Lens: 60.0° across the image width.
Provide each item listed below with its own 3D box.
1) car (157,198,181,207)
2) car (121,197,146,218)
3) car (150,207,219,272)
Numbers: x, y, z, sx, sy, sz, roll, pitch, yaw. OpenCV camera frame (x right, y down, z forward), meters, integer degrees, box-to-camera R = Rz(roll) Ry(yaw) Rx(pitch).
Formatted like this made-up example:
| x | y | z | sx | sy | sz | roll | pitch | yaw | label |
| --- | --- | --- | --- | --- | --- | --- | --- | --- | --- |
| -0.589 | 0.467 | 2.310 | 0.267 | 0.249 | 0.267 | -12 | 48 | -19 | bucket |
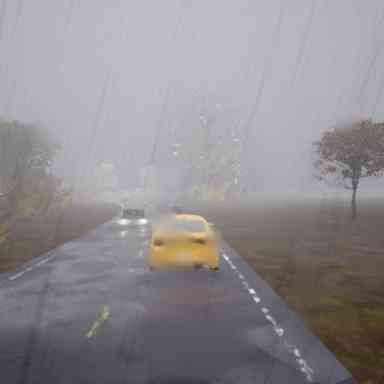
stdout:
| x | y | z | sx | sy | sz | roll | pitch | yaw | label |
| --- | --- | --- | --- | --- | --- | --- | --- | --- | --- |
| -2.199 | 1.374 | 31.598 | 2.097 | 1.767 | 4.553 | 0 | 0 | -7 | car |
| -5.227 | 1.501 | 30.223 | 1.882 | 1.535 | 5.008 | 0 | 0 | -8 | car |
| -0.281 | 1.478 | 10.918 | 1.882 | 1.535 | 5.008 | 0 | 0 | -3 | car |
